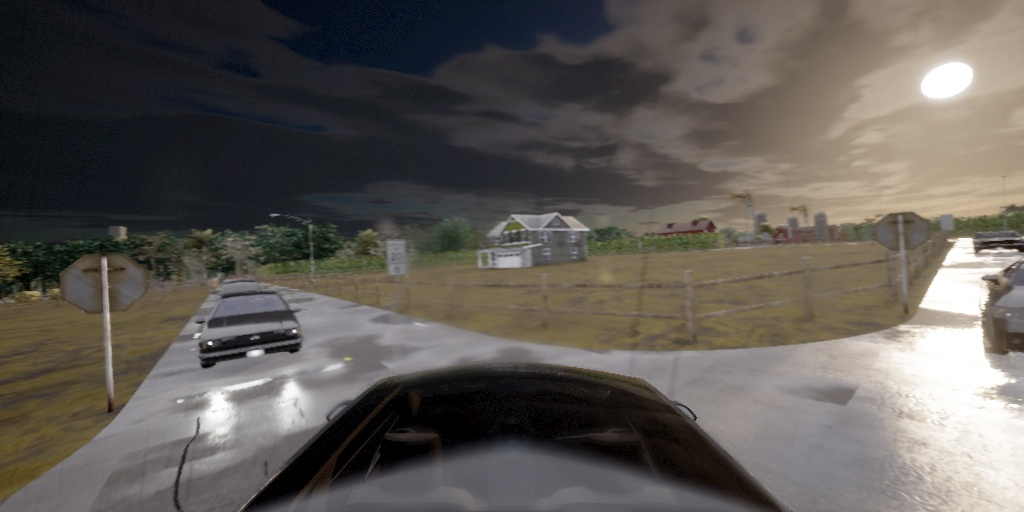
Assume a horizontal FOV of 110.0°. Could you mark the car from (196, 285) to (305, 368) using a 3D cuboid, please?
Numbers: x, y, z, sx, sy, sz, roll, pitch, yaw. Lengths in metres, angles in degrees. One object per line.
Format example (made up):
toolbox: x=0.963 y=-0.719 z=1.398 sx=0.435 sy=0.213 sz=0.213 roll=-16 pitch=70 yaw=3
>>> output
car: x=-6.802 y=1.667 z=9.367 sx=2.033 sy=1.411 sz=5.357 roll=-3 pitch=0 yaw=-37

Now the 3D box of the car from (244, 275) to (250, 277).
car: x=-22.497 y=2.514 z=29.255 sx=1.882 sy=1.535 sz=5.008 roll=-3 pitch=0 yaw=-38

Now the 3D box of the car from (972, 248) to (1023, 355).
car: x=8.825 y=0.695 z=5.535 sx=4.181 sy=1.385 sz=1.994 roll=-5 pitch=1 yaw=-38

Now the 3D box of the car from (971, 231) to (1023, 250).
car: x=29.693 y=-0.861 z=21.978 sx=4.718 sy=1.301 sz=1.895 roll=-4 pitch=0 yaw=-38

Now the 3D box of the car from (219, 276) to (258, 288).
car: x=-13.527 y=1.995 z=17.905 sx=1.837 sy=1.490 sz=4.892 roll=-3 pitch=0 yaw=-38
